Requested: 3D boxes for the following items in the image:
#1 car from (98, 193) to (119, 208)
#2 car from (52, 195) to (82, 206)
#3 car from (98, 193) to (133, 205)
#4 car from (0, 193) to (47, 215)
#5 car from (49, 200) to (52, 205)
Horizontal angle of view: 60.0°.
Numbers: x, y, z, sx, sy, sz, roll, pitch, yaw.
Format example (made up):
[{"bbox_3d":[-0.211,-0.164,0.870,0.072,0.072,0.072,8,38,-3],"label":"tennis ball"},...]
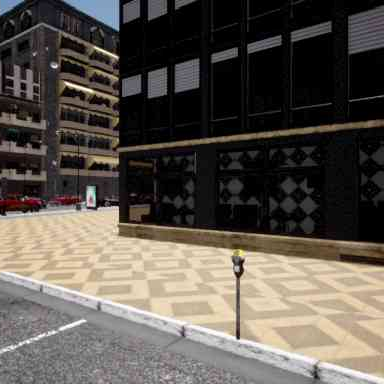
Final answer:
[{"bbox_3d":[-9.237,1.072,37.874,1.947,1.339,4.313,1,2,35],"label":"car"},{"bbox_3d":[-16.133,1.074,42.636,1.802,1.307,4.206,1,2,35],"label":"car"},{"bbox_3d":[-10.531,0.908,46.132,1.812,1.442,4.674,0,1,36],"label":"car"},{"bbox_3d":[-15.608,1.029,28.786,2.192,1.841,5.009,1,2,35],"label":"car"},{"bbox_3d":[-17.856,1.186,35.696,1.994,1.385,4.181,0,1,35],"label":"car"}]
